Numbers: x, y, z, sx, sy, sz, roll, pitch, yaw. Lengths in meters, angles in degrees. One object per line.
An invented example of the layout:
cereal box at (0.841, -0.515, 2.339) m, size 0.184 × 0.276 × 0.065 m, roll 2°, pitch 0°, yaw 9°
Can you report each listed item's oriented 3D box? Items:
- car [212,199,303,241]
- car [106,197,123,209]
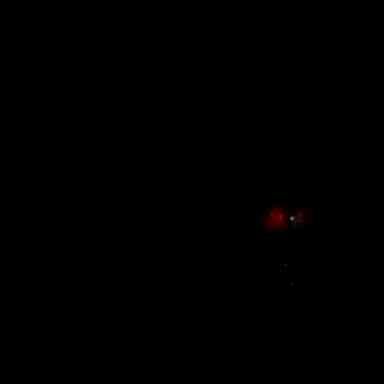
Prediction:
car at (3.389, 1.398, 18.169) m, size 2.150 × 2.045 × 5.566 m, roll 0°, pitch -1°, yaw -32°
car at (-15.646, 2.206, 65.746) m, size 2.150 × 2.045 × 5.566 m, roll -2°, pitch 0°, yaw -5°
